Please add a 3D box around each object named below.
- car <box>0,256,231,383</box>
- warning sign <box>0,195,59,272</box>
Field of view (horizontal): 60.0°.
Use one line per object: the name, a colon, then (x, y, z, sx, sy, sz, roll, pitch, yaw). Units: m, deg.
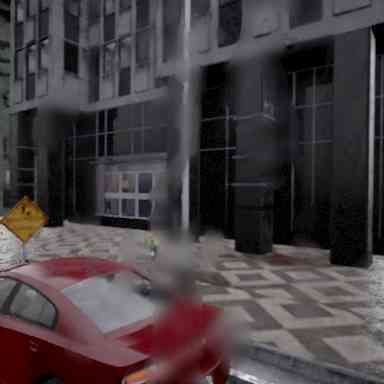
car: (-1.710, 1.508, 4.165, 4.507, 1.381, 1.887, 1, 1, 35)
warning sign: (-4.506, 1.028, 8.976, 1.060, 1.860, 1.300, 1, 0, 35)
